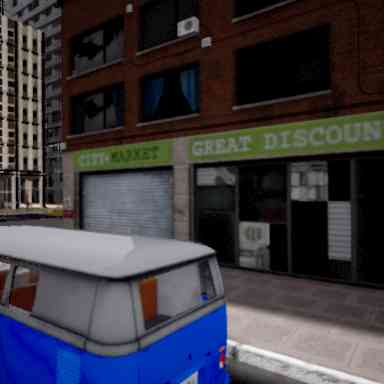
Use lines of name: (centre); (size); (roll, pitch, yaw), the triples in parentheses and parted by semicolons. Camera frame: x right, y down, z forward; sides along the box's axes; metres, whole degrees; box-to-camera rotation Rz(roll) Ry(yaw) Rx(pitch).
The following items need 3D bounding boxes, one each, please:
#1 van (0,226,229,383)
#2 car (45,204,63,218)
van: (-1.540, 1.358, 3.824); (3.998, 1.788, 1.690); (0, 0, 35)
car: (-11.025, 1.613, 30.811); (1.752, 1.417, 4.829); (-1, 0, 35)
